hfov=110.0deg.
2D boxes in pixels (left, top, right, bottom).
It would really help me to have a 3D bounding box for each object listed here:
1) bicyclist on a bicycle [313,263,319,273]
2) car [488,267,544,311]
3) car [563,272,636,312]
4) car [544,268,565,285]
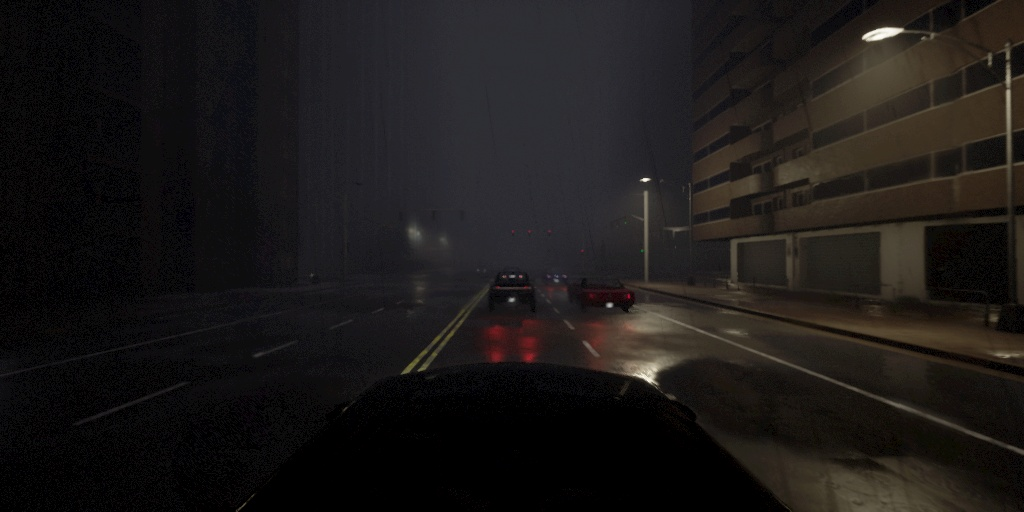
[{"bbox_3d":[-28.759,1.629,52.719,0.582,1.620,1.656,0,0,1],"label":"bicyclist on a bicycle"},{"bbox_3d":[0.027,1.397,15.328,2.128,1.511,4.902,0,-1,1],"label":"car"},{"bbox_3d":[3.523,1.502,15.078,1.895,1.301,4.718,0,-1,1],"label":"car"},{"bbox_3d":[3.524,1.672,30.070,1.895,1.301,4.718,0,-1,0],"label":"car"}]
